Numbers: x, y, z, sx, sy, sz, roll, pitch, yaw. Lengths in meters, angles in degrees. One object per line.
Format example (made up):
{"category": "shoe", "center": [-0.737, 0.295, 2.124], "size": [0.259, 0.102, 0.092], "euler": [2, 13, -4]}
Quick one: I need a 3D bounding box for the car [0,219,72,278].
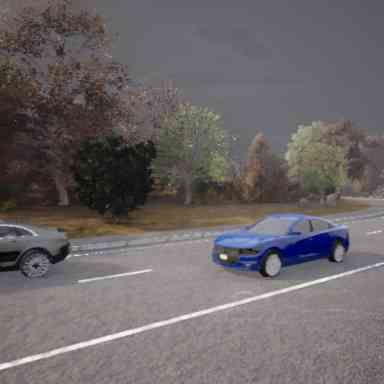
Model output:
{"category": "car", "center": [-5.682, 1.492, 8.524], "size": [4.902, 1.511, 2.128], "euler": [0, 0, -35]}

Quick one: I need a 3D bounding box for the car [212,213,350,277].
{"category": "car", "center": [2.878, 1.448, 10.300], "size": [5.008, 1.535, 1.882], "euler": [0, 0, -35]}
